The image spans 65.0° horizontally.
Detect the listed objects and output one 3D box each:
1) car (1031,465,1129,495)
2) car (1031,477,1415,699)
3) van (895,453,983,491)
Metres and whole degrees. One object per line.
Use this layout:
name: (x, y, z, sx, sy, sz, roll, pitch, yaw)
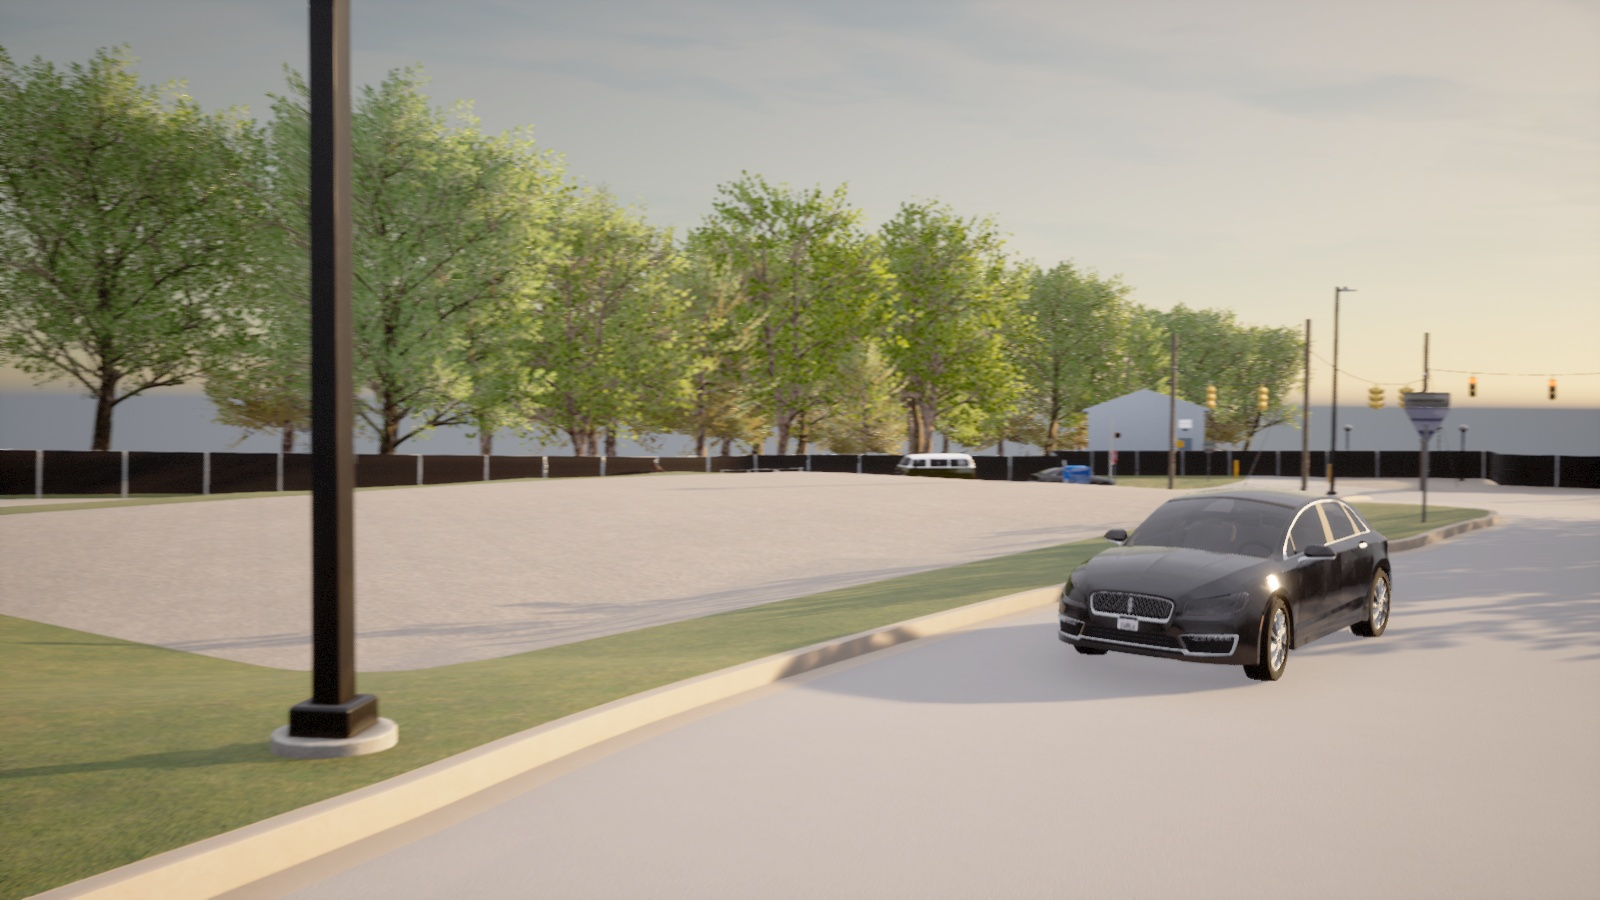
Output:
car: (15.334, 1.647, 68.931, 4.892, 1.490, 1.837, 0, 2, -9)
car: (4.334, 1.138, 12.308, 1.837, 1.490, 4.892, 2, 2, 41)
van: (7.844, 1.211, 70.859, 4.480, 2.038, 2.069, 0, 2, -15)
